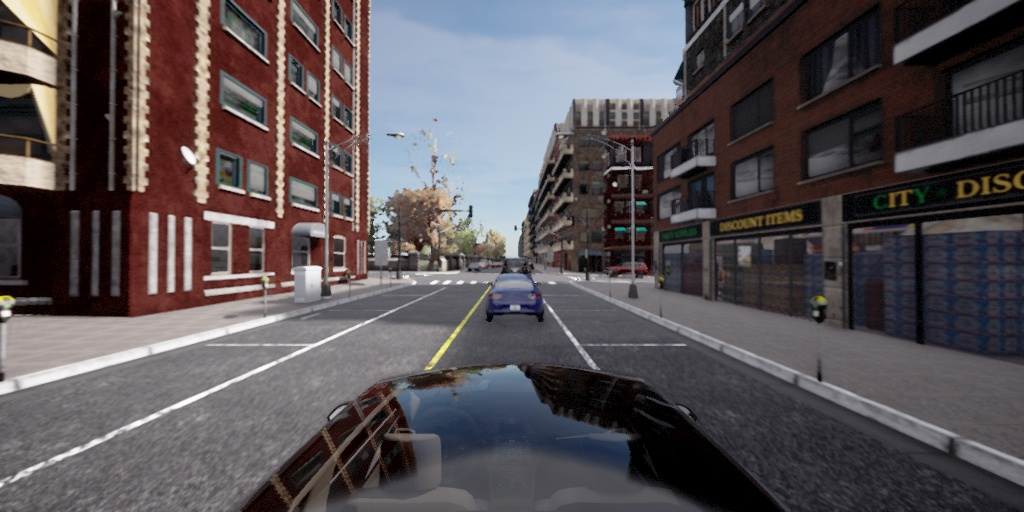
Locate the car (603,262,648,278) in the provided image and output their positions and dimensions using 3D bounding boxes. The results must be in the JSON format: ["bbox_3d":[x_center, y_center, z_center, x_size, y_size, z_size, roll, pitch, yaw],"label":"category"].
[{"bbox_3d":[13.443,1.642,42.374,5.009,1.841,2.192,0,0,-1],"label":"car"}]

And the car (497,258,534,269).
[{"bbox_3d":[0.428,1.151,27.305,2.150,2.045,5.566,0,0,4],"label":"car"}]

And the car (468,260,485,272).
[{"bbox_3d":[-5.699,1.708,54.713,1.948,1.339,4.313,0,0,0],"label":"car"}]

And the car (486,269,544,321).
[{"bbox_3d":[0.091,1.351,12.762,1.812,1.442,4.674,0,0,0],"label":"car"}]
